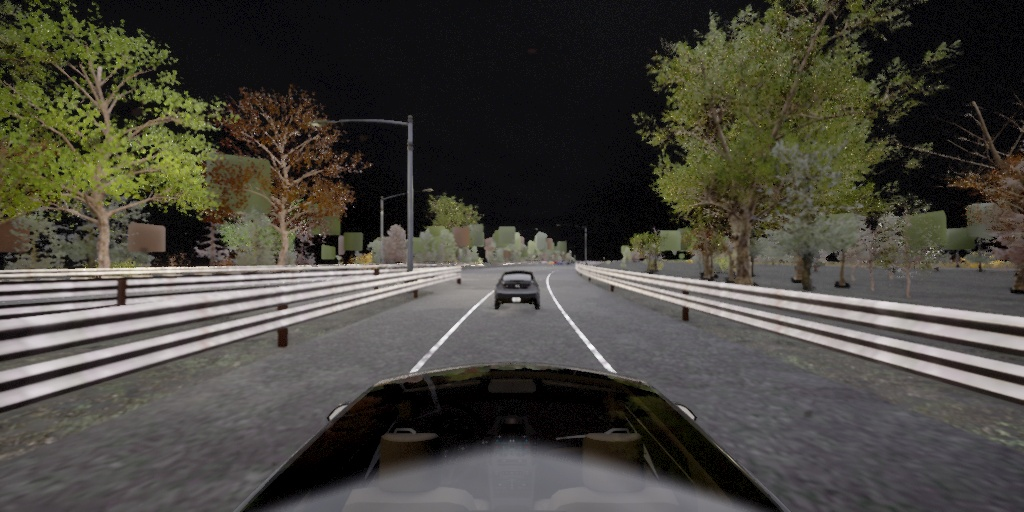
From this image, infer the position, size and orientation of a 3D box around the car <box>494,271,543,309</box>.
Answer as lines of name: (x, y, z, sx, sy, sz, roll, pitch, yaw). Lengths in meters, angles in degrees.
car: (0.274, 1.386, 15.825, 1.837, 1.490, 4.892, 0, 0, 3)
